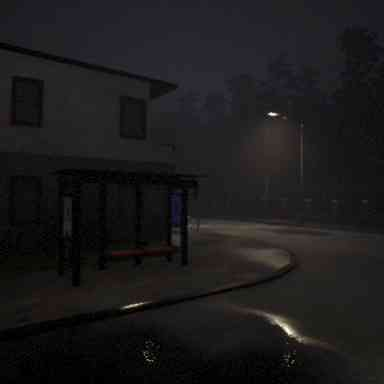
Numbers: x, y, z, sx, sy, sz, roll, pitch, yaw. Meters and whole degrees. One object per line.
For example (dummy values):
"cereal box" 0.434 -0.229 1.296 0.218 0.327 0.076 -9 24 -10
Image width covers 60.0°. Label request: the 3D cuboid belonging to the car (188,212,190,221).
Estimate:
"car" -2.131 1.503 26.745 2.097 1.767 4.553 1 0 -35
